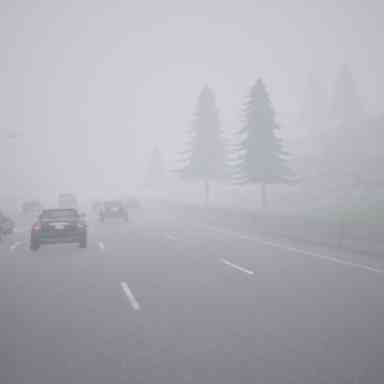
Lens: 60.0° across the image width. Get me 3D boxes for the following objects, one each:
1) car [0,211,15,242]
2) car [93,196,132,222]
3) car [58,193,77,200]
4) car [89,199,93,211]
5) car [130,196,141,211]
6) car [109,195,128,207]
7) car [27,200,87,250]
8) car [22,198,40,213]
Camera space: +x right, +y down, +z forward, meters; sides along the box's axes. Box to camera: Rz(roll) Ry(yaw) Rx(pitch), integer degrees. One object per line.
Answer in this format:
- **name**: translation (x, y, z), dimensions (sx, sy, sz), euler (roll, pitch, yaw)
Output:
- **car**: translation (-10.274, 1.645, 16.743), dimensions (2.033, 1.411, 5.357), euler (0, 0, -20)
- **car**: translation (-6.547, 1.386, 26.974), dimensions (2.097, 1.767, 4.553), euler (0, 0, -20)
- **car**: translation (-16.015, 1.128, 42.816), dimensions (2.150, 2.045, 5.566), euler (0, 1, -20)
- **car**: translation (-11.042, 1.415, 39.378), dimensions (1.882, 1.535, 5.008), euler (0, 1, -20)
- **car**: translation (-7.528, 1.275, 39.956), dimensions (2.097, 1.767, 4.553), euler (0, 1, -20)
- **car**: translation (-11.041, 1.288, 49.635), dimensions (2.128, 1.511, 4.902), euler (0, 1, -20)
- **car**: translation (-5.978, 1.427, 15.162), dimensions (2.097, 1.767, 4.553), euler (0, 0, -20)
- **car**: translation (-17.614, 1.486, 36.969), dimensions (1.837, 1.490, 4.892), euler (0, 1, -20)
